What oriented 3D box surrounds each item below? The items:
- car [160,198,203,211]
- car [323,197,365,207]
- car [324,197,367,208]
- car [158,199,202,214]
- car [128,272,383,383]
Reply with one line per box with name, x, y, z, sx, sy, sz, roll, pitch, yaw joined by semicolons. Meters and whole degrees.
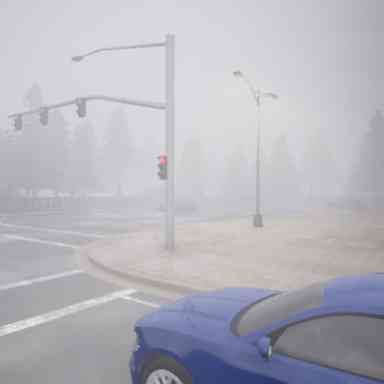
car;-1.167;1.440;38.463;4.718;1.301;1.895;0;0;-38
car;21.960;1.445;48.140;5.357;1.411;2.033;0;0;-6
car;20.611;1.504;44.387;4.718;1.301;1.895;0;0;-9
car;-1.411;1.416;33.445;4.181;1.385;1.994;0;0;-44
car;1.625;1.477;2.804;5.008;1.535;1.882;0;0;36
